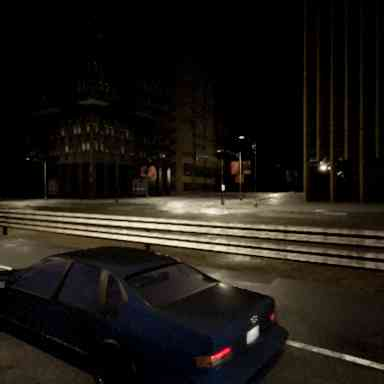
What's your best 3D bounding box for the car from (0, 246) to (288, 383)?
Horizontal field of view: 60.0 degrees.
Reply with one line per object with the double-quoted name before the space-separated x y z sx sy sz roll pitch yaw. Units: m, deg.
"car" -1.397 1.562 4.993 5.357 1.411 2.033 0 0 36
